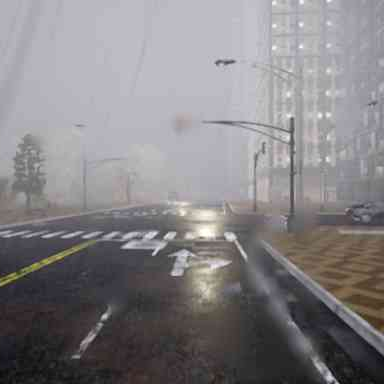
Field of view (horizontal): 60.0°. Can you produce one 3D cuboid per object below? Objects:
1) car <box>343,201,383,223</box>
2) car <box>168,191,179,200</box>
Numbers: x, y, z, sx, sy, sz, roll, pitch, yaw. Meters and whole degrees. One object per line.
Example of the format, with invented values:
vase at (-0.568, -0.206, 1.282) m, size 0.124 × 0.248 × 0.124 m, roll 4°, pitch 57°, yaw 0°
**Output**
car at (13.339, 1.360, 23.470) m, size 4.902 × 1.511 × 2.128 m, roll 0°, pitch 0°, yaw 6°
car at (-4.240, 0.841, 77.440) m, size 2.150 × 2.045 × 5.566 m, roll 0°, pitch 0°, yaw 5°
